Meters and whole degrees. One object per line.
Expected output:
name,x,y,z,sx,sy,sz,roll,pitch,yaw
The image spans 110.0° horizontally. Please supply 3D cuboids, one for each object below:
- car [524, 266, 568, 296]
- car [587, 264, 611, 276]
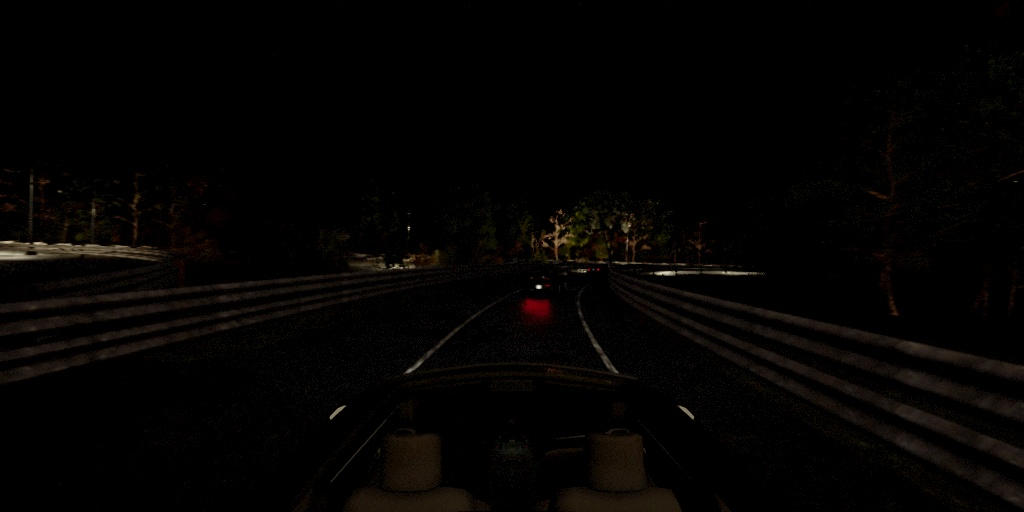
car,1.965,1.321,20.249,1.837,1.490,4.892,-1,-1,15
car,11.077,1.713,44.354,2.033,1.411,5.357,1,0,36
